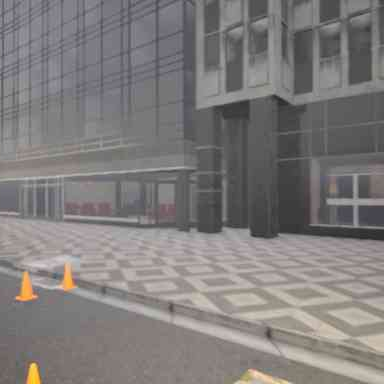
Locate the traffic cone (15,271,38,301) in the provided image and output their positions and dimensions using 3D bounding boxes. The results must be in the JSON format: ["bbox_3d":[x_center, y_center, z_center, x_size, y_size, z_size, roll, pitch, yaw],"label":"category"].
[{"bbox_3d":[-3.595,2.007,7.230,0.340,0.580,0.340,0,-1,36],"label":"traffic cone"}]

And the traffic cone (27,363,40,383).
[{"bbox_3d":[-1.552,1.981,3.252,0.340,0.580,0.340,0,-1,36],"label":"traffic cone"}]

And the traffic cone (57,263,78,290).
[{"bbox_3d":[-3.004,2.016,8.036,0.340,0.580,0.340,0,-1,36],"label":"traffic cone"}]
